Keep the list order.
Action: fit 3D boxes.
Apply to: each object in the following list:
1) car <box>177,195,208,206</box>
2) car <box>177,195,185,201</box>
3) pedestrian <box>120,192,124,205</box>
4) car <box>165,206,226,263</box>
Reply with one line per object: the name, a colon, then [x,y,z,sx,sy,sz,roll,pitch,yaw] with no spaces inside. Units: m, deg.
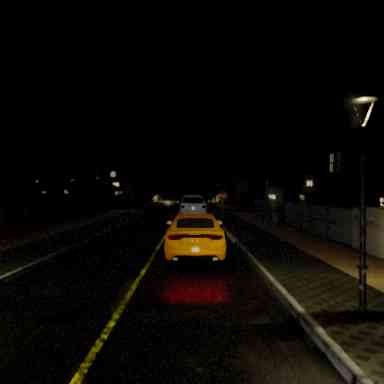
car: [0.087,1.250,27.121,2.150,2.045,5.566,0,0,0]
car: [-2.773,1.599,86.824,2.033,1.411,5.357,0,0,0]
pedestrian: [-9.695,0.923,46.143,0.375,1.860,0.375,0,0,1]
car: [0.095,1.489,11.996,1.882,1.535,5.008,0,0,0]
